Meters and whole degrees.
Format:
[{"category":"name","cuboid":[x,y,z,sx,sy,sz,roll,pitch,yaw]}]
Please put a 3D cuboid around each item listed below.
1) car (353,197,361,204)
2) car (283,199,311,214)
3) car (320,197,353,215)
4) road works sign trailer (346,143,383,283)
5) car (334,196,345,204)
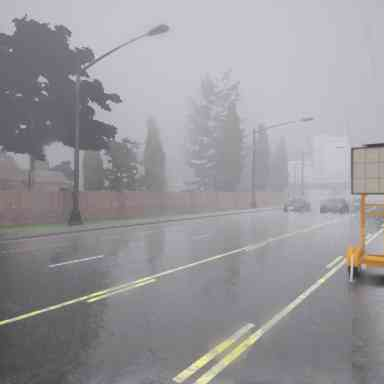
[{"category":"car","cuboid":[34.733,1.808,69.903,2.033,1.411,5.357,0,-2,20]},{"category":"car","cuboid":[11.105,1.514,35.062,2.128,1.511,4.902,0,0,35]},{"category":"car","cuboid":[14.587,1.374,33.932,2.097,1.767,4.553,0,0,35]},{"category":"road works sign trailer","cuboid":[5.594,0.470,8.868,2.380,3.560,2.880,0,0,35]},{"category":"car","cuboid":[31.400,1.750,70.970,1.837,1.490,4.892,0,-2,20]}]
